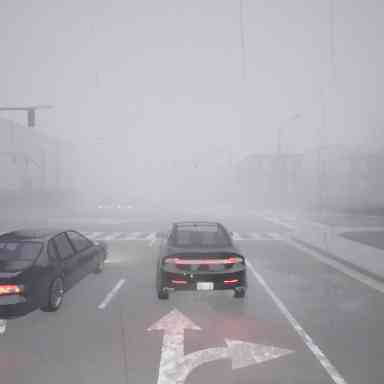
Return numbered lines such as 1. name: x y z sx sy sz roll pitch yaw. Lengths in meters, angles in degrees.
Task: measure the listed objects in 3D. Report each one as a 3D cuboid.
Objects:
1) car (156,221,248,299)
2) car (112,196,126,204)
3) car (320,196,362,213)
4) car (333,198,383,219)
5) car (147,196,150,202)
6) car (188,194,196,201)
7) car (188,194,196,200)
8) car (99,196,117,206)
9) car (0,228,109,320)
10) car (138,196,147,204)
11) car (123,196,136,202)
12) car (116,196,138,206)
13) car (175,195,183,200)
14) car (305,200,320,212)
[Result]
1. car: 0.112 1.492 8.445 2.128 1.511 4.902 0 0 -3
2. car: -14.058 1.526 64.280 1.812 1.442 4.674 0 0 1
3. car: 16.528 1.352 35.209 4.553 1.767 2.097 0 0 0
4. car: 14.986 1.491 28.075 4.902 1.511 2.128 0 0 1
5. car: -10.526 1.552 74.554 1.994 1.385 4.181 0 0 0
6. car: -0.029 1.500 82.458 1.837 1.490 4.892 0 0 0
7. car: -0.033 1.355 92.849 2.097 1.767 4.553 0 0 0
8. car: -14.105 1.564 55.582 1.994 1.385 4.181 0 0 0
9. car: -3.434 1.547 7.639 2.033 1.411 5.357 0 0 0
10. car: -10.562 1.478 64.456 1.882 1.535 5.008 0 0 1
11. car: -14.027 1.540 74.817 2.033 1.411 5.357 0 0 0
12. car: -10.621 1.478 54.872 1.882 1.535 5.008 0 0 0
13. car: -3.533 1.524 92.864 1.812 1.442 4.674 0 0 0
14. car: 15.698 1.491 38.710 4.902 1.511 2.128 0 0 0
